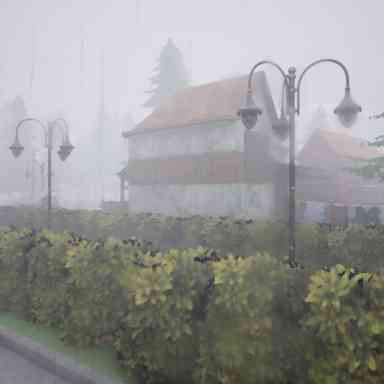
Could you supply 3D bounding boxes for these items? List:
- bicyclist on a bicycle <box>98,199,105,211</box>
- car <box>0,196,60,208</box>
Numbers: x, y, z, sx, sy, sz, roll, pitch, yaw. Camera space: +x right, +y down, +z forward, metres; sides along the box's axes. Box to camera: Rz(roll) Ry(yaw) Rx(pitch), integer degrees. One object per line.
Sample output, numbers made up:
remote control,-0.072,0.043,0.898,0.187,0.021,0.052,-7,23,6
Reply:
bicyclist on a bicycle,-7.842,1.462,29.529,1.656,1.620,0.582,0,0,36
car,-15.407,1.383,31.799,2.150,2.045,5.566,0,0,36
